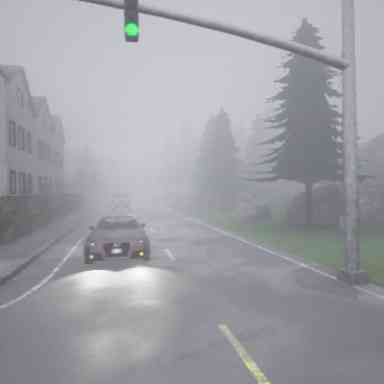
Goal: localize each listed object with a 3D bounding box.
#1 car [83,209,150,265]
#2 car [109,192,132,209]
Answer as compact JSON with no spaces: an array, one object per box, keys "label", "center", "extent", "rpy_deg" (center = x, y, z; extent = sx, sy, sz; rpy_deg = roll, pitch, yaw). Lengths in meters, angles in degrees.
[{"label":"car","center":[-2.603,1.535,11.678],"extent":[1.994,1.385,4.181],"rpy_deg":[-1,0,-12]},{"label":"car","center":[-7.806,1.029,36.676],"extent":[2.150,2.045,5.566],"rpy_deg":[-1,1,-12]}]
